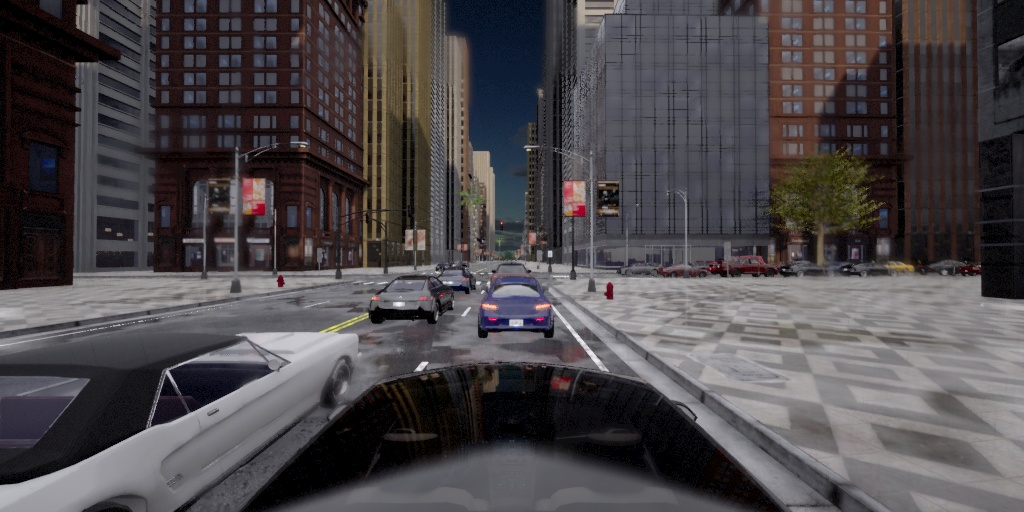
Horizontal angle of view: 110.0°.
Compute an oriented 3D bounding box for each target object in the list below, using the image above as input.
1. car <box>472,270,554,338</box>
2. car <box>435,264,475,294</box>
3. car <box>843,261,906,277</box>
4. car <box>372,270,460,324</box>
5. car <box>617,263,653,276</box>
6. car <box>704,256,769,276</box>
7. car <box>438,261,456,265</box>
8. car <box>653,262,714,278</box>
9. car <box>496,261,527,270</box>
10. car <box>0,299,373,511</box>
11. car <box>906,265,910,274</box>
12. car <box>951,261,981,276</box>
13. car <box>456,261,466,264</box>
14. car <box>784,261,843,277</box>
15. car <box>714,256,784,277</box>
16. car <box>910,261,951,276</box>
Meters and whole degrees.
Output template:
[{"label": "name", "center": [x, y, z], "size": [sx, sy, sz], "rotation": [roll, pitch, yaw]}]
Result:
[{"label": "car", "center": [0.093, 1.284, 10.062], "size": [1.812, 1.442, 4.674], "rotation": [0, 0, 0]}, {"label": "car", "center": [-3.177, 1.352, 20.439], "size": [1.994, 1.385, 4.181], "rotation": [0, 0, 0]}, {"label": "car", "center": [32.186, 1.258, 32.385], "size": [4.313, 1.339, 1.948], "rotation": [0, 0, -1]}, {"label": "car", "center": [-3.166, 1.326, 12.051], "size": [1.994, 1.385, 4.181], "rotation": [0, 0, 0]}, {"label": "car", "center": [13.233, 1.383, 37.841], "size": [4.181, 1.385, 1.994], "rotation": [0, -1, -1]}, {"label": "car", "center": [23.757, 1.006, 38.025], "size": [5.566, 2.045, 2.150], "rotation": [0, -1, -1]}, {"label": "car", "center": [-9.914, 1.542, 52.783], "size": [1.994, 1.385, 4.181], "rotation": [0, 0, 0]}, {"label": "car", "center": [15.273, 1.325, 32.099], "size": [4.207, 1.307, 1.802], "rotation": [0, 0, -1]}, {"label": "car", "center": [-0.025, 1.134, 19.048], "size": [2.097, 1.767, 4.553], "rotation": [0, 0, 0]}, {"label": "car", "center": [-3.156, 1.351, 3.228], "size": [1.895, 1.301, 4.718], "rotation": [0, 0, 0]}, {"label": "car", "center": [43.153, 1.293, 41.097], "size": [4.829, 1.417, 1.751], "rotation": [0, 0, -1]}, {"label": "car", "center": [43.462, 1.212, 32.577], "size": [4.507, 1.381, 1.888], "rotation": [0, 0, -1]}, {"label": "car", "center": [-9.905, 1.542, 63.068], "size": [2.128, 1.511, 4.902], "rotation": [0, 0, 0]}, {"label": "car", "center": [26.549, 1.274, 32.290], "size": [4.313, 1.339, 1.948], "rotation": [0, 0, -1]}, {"label": "car", "center": [20.912, 1.039, 32.194], "size": [5.009, 1.841, 2.192], "rotation": [0, 0, -1]}, {"label": "car", "center": [42.752, 1.204, 35.190], "size": [4.892, 1.490, 1.837], "rotation": [0, -1, -1]}]
